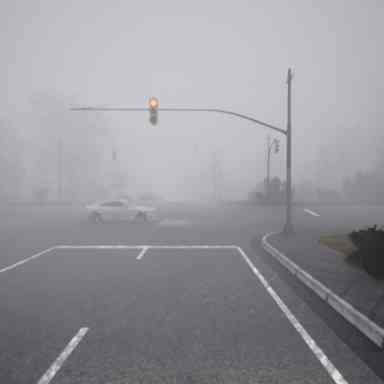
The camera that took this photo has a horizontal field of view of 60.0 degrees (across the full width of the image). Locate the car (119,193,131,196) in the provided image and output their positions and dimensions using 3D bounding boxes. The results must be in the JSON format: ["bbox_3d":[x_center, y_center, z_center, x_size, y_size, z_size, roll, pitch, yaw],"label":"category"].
[{"bbox_3d":[-10.522,0.869,51.709,1.895,1.301,4.718,0,-1,0],"label":"car"}]

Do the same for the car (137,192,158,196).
[{"bbox_3d":[-7.018,0.759,52.585,1.882,1.535,5.008,0,-1,0],"label":"car"}]

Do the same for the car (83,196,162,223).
[{"bbox_3d":[-4.574,1.197,21.286,4.674,1.442,1.812,0,1,4],"label":"car"}]

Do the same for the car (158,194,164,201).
[{"bbox_3d":[-6.910,1.136,67.860,1.882,1.535,5.008,0,-1,0],"label":"car"}]
